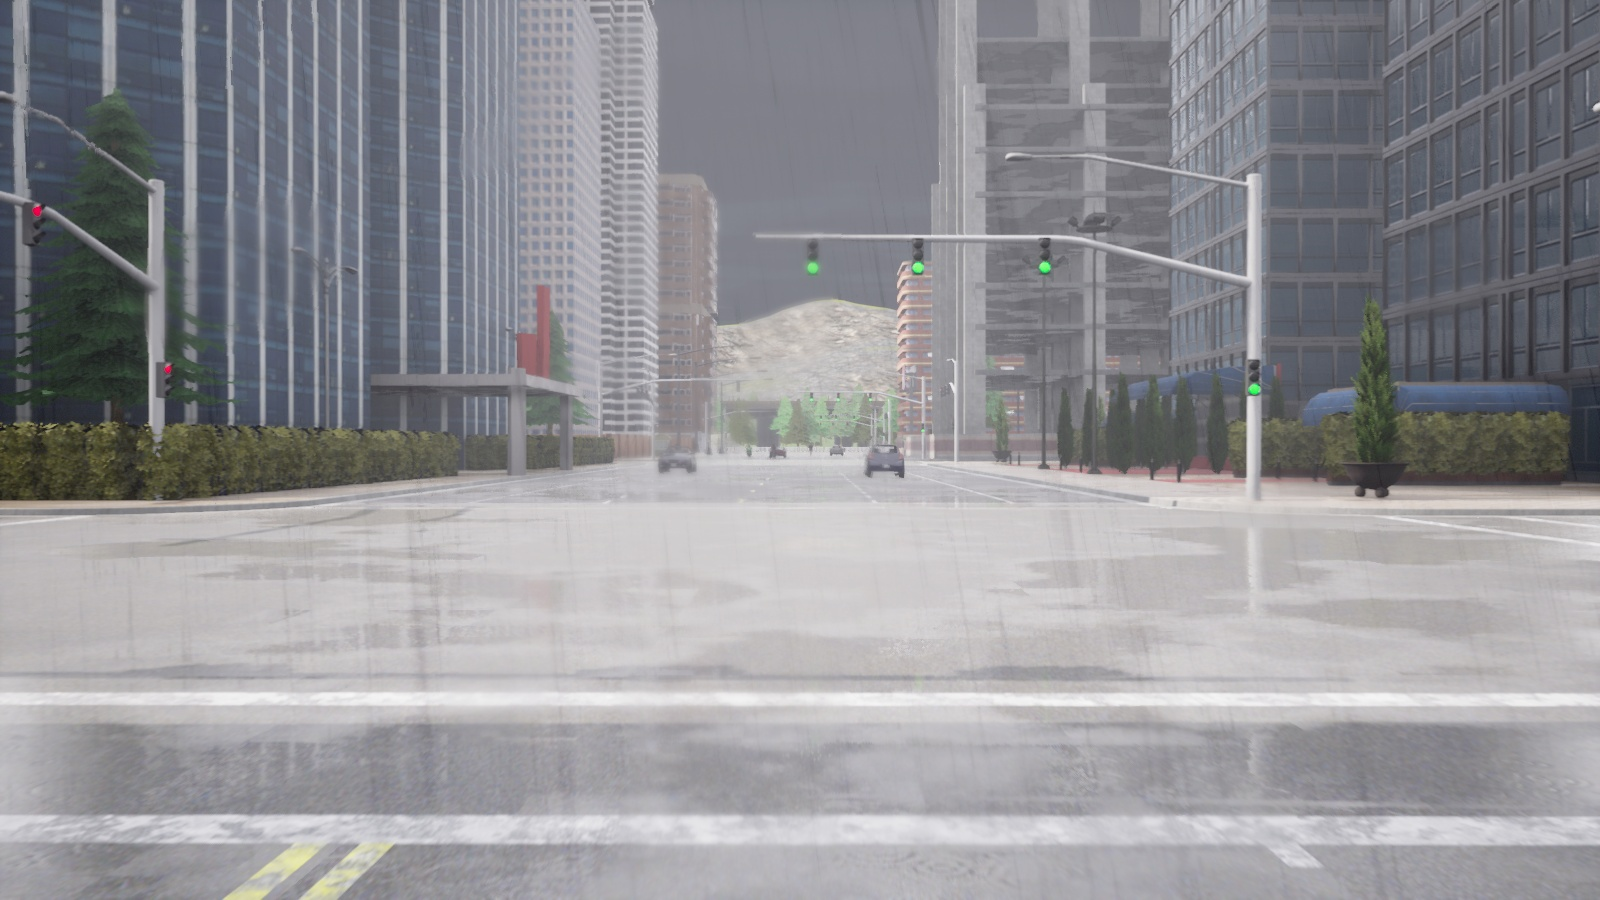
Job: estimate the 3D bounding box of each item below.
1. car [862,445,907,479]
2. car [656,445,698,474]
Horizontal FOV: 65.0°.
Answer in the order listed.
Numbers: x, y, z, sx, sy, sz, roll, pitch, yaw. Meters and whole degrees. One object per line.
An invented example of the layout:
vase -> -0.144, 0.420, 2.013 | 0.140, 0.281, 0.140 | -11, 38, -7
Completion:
car -> 3.843, 0.530, 57.568 | 1.845, 1.501, 3.633 | 0, 0, 0
car -> -6.601, 0.481, 67.565 | 1.816, 1.474, 4.193 | 0, 0, 0
